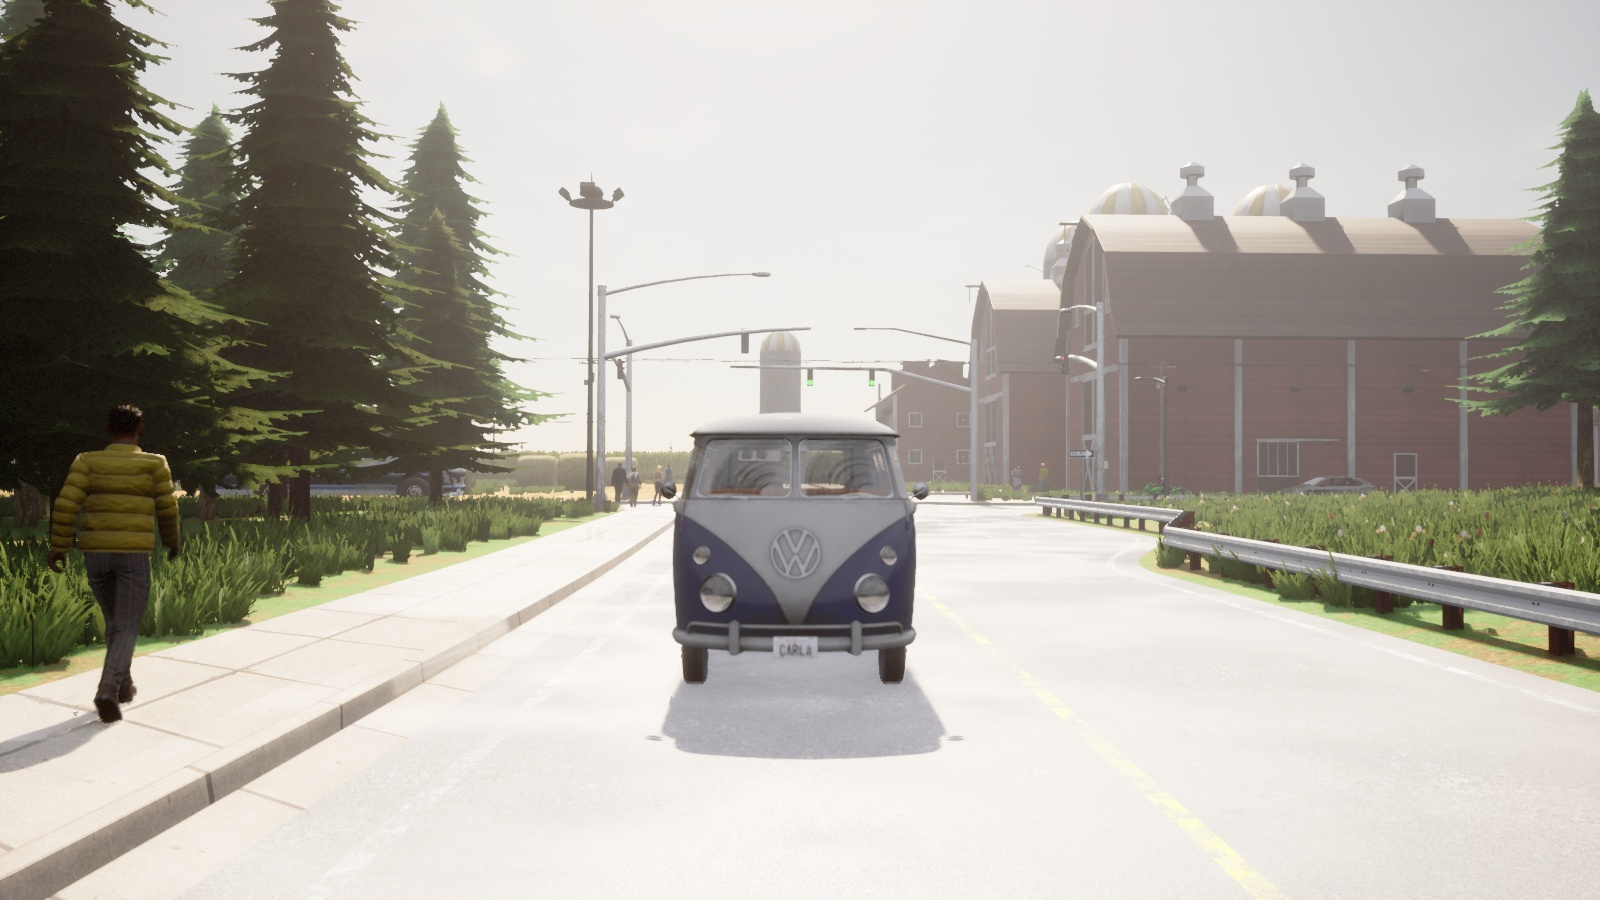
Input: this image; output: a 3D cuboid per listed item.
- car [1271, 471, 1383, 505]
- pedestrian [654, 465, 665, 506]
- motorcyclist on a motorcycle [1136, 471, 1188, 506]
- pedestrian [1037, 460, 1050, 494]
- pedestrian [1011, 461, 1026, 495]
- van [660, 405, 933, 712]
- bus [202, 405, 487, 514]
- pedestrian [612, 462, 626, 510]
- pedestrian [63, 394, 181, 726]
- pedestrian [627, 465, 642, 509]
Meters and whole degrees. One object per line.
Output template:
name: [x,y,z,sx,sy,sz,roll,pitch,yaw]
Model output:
car: [23.453,1.699,55.983,4.193,1.474,1.816,0,-1,-1]
pedestrian: [-6.364,1.597,56.810,0.345,1.836,0.594,0,-1,10]
motorcyclist on a motorcycle: [16.080,1.694,55.812,2.044,1.523,0.797,0,-1,-1]
pedestrian: [13.102,1.436,67.589,0.354,1.836,0.706,-1,-1,38]
pedestrian: [12.861,1.644,73.973,0.659,1.952,0.873,0,-1,-2]
van: [-0.055,0.742,10.417,1.775,1.987,4.442,0,-1,-1]
bus: [-18.437,0.402,51.531,10.273,4.253,3.944,0,-1,-1]
pedestrian: [-7.056,1.390,48.914,0.402,1.842,0.726,0,-1,1]
pedestrian: [-3.963,0.616,7.374,0.431,1.840,0.709,0,-1,-13]
pedestrian: [-6.977,1.549,52.928,0.540,1.848,0.694,0,-1,-2]
